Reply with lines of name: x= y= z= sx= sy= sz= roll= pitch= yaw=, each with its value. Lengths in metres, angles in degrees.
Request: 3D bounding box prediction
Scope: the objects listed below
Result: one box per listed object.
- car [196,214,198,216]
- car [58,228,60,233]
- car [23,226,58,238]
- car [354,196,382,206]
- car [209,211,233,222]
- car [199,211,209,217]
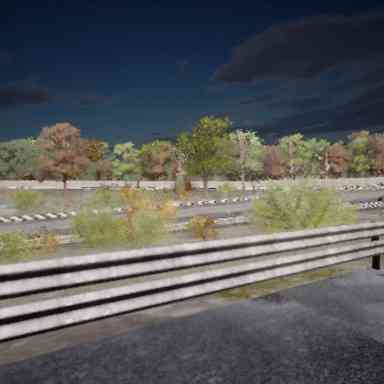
car: x=3.206 y=3.964 z=59.206 sx=4.718 sy=1.301 sz=1.895 roll=-4 pitch=3 yaw=-21
car: x=-22.107 y=5.758 z=49.461 sx=4.674 sy=1.442 sz=1.812 roll=-4 pitch=3 yaw=-21
car: x=-21.617 y=5.857 z=45.896 sx=4.902 sy=1.511 sz=2.128 roll=-4 pitch=3 yaw=-21
car: x=33.028 y=1.976 z=62.997 sx=5.008 sy=1.535 sz=1.882 roll=-4 pitch=3 yaw=-20
car: x=5.788 y=4.001 z=52.694 sx=4.902 sy=1.511 sz=2.128 roll=-4 pitch=3 yaw=-21
car: x=4.466 y=3.986 z=55.937 sx=5.357 sy=1.411 sz=2.033 roll=-4 pitch=3 yaw=-21
